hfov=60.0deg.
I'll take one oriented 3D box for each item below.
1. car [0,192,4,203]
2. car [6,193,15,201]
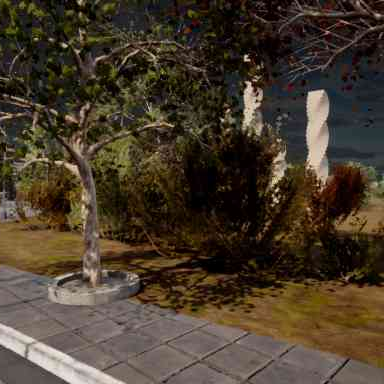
[{"bbox_3d":[-27.528,1.004,45.214,2.033,1.411,5.357,0,1,-45],"label":"car"},{"bbox_3d":[-32.304,0.844,57.712,1.837,1.490,4.892,3,-1,-2],"label":"car"}]
